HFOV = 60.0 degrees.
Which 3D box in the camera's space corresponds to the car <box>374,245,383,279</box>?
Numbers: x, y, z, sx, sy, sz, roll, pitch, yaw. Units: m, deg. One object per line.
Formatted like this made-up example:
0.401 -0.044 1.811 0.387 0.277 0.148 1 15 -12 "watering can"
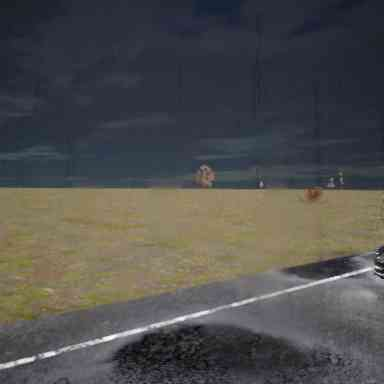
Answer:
6.680 1.508 8.757 4.892 1.490 1.837 0 0 -35 "car"
